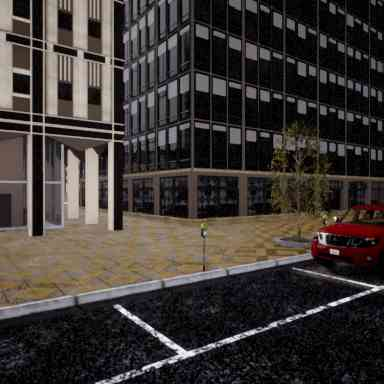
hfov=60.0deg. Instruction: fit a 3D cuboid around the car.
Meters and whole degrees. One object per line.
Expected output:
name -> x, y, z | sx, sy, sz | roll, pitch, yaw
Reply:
car -> 5.917, 1.314, 10.516 | 5.009, 1.841, 2.192 | 0, 0, -36
